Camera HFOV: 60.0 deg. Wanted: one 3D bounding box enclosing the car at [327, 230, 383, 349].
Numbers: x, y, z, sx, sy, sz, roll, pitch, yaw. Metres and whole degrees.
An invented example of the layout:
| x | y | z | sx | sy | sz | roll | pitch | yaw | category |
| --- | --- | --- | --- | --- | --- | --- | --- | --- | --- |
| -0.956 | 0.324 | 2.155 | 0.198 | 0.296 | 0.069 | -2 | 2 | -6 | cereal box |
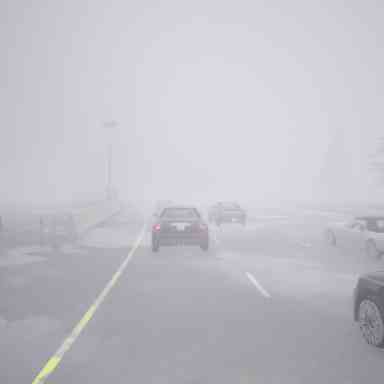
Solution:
| x | y | z | sx | sy | sz | roll | pitch | yaw | category |
| --- | --- | --- | --- | --- | --- | --- | --- | --- | --- |
| 3.479 | 1.473 | 3.306 | 2.128 | 1.511 | 4.902 | 0 | 0 | -1 | car |

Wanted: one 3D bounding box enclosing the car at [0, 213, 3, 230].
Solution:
| x | y | z | sx | sy | sz | roll | pitch | yaw | category |
| --- | --- | --- | --- | --- | --- | --- | --- | --- | --- |
| -11.350 | 1.465 | 16.869 | 1.812 | 1.442 | 4.674 | 0 | 0 | -5 | car |

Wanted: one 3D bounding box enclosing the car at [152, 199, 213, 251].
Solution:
| x | y | z | sx | sy | sz | roll | pitch | yaw | category |
| --- | --- | --- | --- | --- | --- | --- | --- | --- | --- |
| -0.553 | 1.291 | 13.981 | 2.097 | 1.767 | 4.553 | 0 | 0 | -4 | car |

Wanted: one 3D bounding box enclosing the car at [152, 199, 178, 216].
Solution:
| x | y | z | sx | sy | sz | roll | pitch | yaw | category |
| --- | --- | --- | --- | --- | --- | --- | --- | --- | --- |
| -2.683 | 1.409 | 32.069 | 2.033 | 1.411 | 5.357 | 0 | 0 | -10 | car |

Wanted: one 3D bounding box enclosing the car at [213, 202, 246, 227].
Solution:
| x | y | z | sx | sy | sz | roll | pitch | yaw | category |
| --- | --- | --- | --- | --- | --- | --- | --- | --- | --- |
| 2.210 | 1.392 | 21.978 | 2.128 | 1.511 | 4.902 | 0 | 0 | -6 | car |

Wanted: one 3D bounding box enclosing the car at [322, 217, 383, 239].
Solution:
| x | y | z | sx | sy | sz | roll | pitch | yaw | category |
| --- | --- | --- | --- | --- | --- | --- | --- | --- | --- |
| 6.612 | 1.540 | 12.116 | 1.895 | 1.301 | 4.718 | 0 | 0 | -4 | car |
